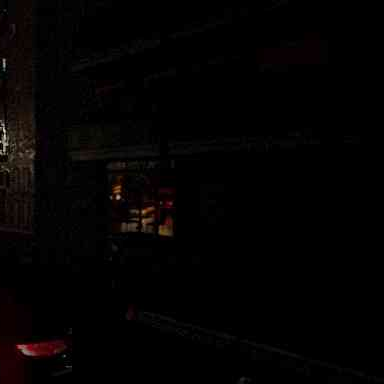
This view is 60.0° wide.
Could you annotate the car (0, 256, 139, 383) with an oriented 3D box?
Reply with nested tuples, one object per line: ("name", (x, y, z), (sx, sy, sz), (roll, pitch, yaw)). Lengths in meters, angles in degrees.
("car", (-2.580, 1.583, 4.660), (4.206, 1.307, 1.802), (0, 1, 36))
